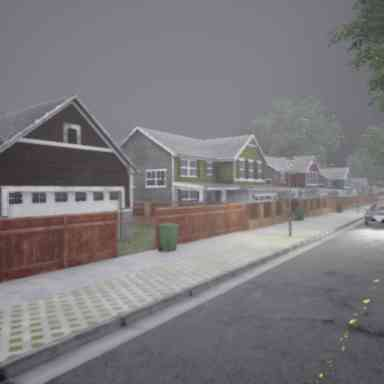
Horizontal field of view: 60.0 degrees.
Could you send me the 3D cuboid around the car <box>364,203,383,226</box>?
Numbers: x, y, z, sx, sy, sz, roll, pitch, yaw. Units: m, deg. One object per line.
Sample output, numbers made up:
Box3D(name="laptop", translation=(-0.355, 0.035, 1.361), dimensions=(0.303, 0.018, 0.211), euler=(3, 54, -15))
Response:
Box3D(name="car", translation=(13.443, 1.543, 23.467), dimensions=(2.128, 1.511, 4.902), euler=(-1, -1, 35))
